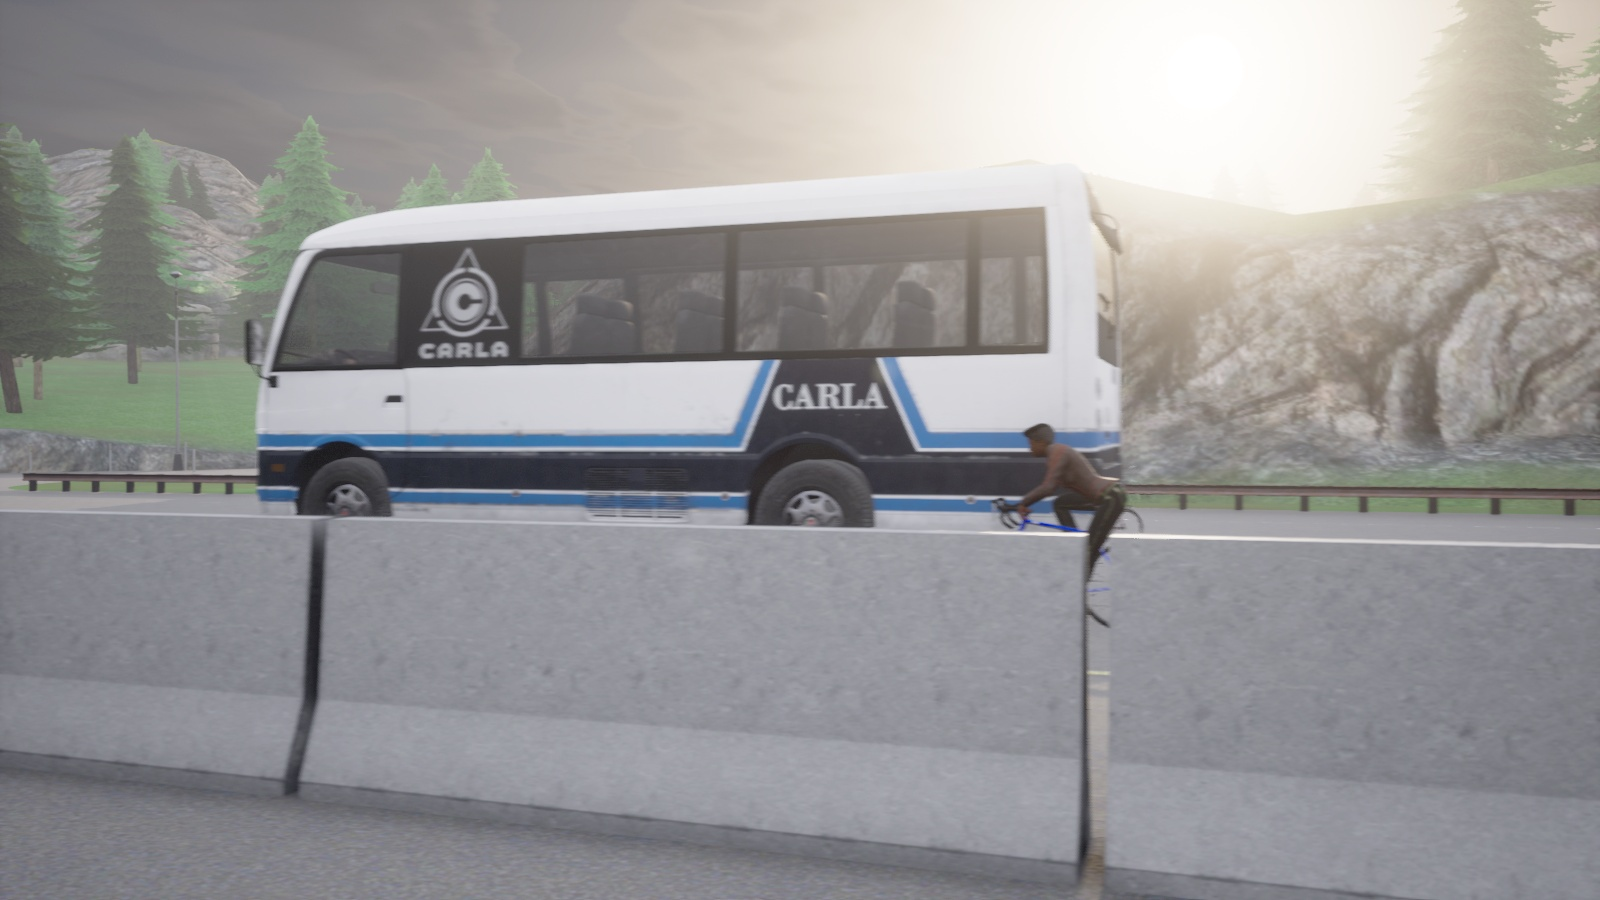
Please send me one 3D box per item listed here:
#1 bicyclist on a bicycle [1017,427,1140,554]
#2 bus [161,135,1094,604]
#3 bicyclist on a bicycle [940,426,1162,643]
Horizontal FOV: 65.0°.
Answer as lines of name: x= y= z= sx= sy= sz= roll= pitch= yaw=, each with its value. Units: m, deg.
bicyclist on a bicycle: x=3.719 y=0.509 z=16.716 sx=1.509 sy=1.612 sz=0.866 roll=1 pitch=1 yaw=18
bus: x=-1.968 y=-0.796 z=14.912 sx=10.273 sy=4.253 sz=3.944 roll=1 pitch=1 yaw=19
bicyclist on a bicycle: x=1.979 y=0.628 z=9.912 sx=1.656 sy=1.620 sz=0.582 roll=0 pitch=1 yaw=19
